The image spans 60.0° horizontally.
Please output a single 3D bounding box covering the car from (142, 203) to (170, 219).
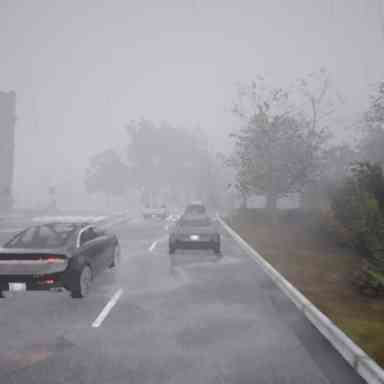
[{"bbox_3d":[-3.004,1.641,29.020,1.895,1.301,4.718,0,0,2],"label":"car"}]

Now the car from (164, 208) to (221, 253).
[{"bbox_3d":[0.097,1.583,13.809,1.994,1.385,4.181,0,0,0],"label":"car"}]

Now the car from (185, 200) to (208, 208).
[{"bbox_3d":[0.445,1.511,31.578,1.882,1.535,5.008,0,0,4],"label":"car"}]

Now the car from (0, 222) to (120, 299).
[{"bbox_3d":[-3.152,1.503,8.441,2.128,1.511,4.902,0,0,0],"label":"car"}]
